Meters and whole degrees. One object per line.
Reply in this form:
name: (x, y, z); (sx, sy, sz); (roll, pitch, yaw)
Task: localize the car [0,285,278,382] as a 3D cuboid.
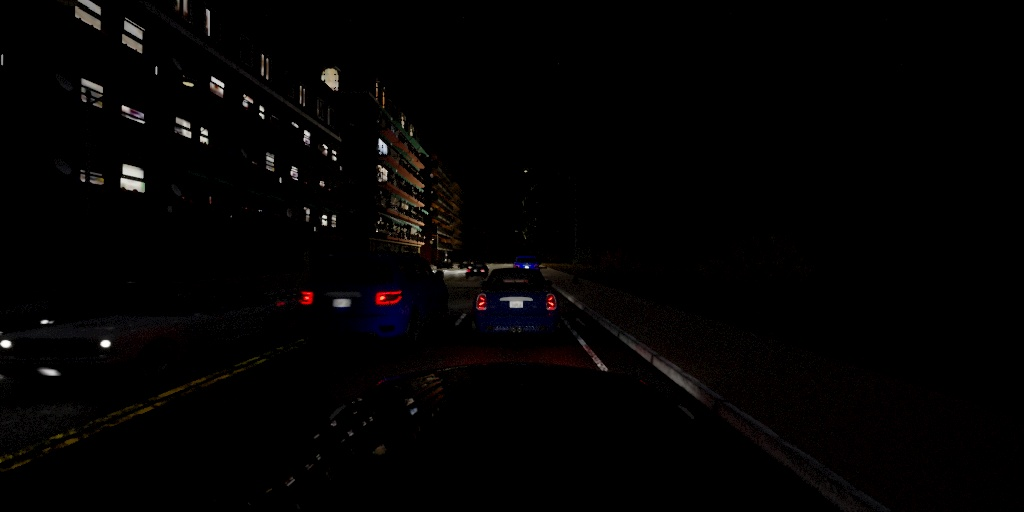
car: (-6.597, 1.352, 7.324); (1.895, 1.301, 4.718); (0, 0, 0)

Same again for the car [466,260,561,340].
car: (0.102, 1.103, 10.150); (2.097, 1.767, 4.553); (0, 0, 0)

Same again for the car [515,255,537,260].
car: (1.150, 0.978, 30.103); (2.150, 2.045, 5.566); (0, 0, 0)

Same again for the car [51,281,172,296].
car: (-9.848, 1.315, 8.831); (1.994, 1.385, 4.181); (0, 0, 0)

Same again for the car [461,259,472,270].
car: (-3.132, 1.301, 33.057); (2.033, 1.411, 5.357); (0, 0, 0)

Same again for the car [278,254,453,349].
car: (-3.149, 0.971, 9.321); (2.150, 2.045, 5.566); (0, 0, 0)

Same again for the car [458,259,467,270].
car: (-6.574, 1.244, 51.150); (2.128, 1.511, 4.902); (0, 0, 0)

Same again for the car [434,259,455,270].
car: (-9.821, 1.243, 52.325); (2.128, 1.511, 4.902); (0, 0, 0)
